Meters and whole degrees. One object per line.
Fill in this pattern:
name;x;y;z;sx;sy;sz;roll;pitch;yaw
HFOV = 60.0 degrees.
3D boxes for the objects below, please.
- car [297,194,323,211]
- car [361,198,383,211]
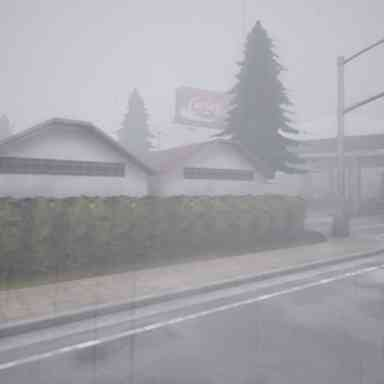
car;14.465;1.248;40.972;2.150;2.045;5.566;0;0;36
car;22.211;1.512;40.260;4.611;1.667;2.242;0;0;-36
